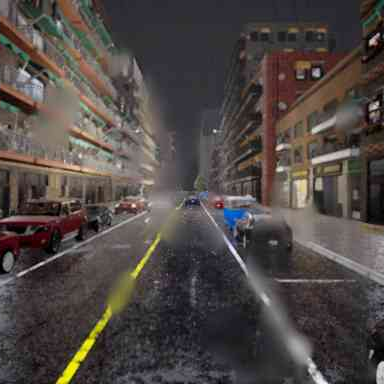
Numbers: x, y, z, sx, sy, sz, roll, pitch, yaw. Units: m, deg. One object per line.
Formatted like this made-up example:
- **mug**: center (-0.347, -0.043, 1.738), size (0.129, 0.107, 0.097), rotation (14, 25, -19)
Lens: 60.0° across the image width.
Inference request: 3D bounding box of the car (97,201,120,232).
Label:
- **car**: center (-5.687, 1.383, 18.832), size (1.947, 1.339, 4.313), rotation (0, 1, 0)

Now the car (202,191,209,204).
- **car**: center (2.690, 1.009, 47.154), size (1.967, 1.590, 4.097), rotation (0, 0, 0)

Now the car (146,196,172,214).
- **car**: center (-3.003, 1.312, 31.321), size (1.895, 1.301, 4.718), rotation (0, 1, 0)

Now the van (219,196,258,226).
- **van**: center (2.694, 1.158, 18.830), size (1.690, 1.788, 3.998), rotation (0, 1, 0)

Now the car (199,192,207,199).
- **car**: center (2.686, 0.740, 81.141), size (1.967, 1.590, 4.097), rotation (0, 0, 0)

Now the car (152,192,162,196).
- **car**: center (-5.691, 1.096, 46.985), size (1.752, 1.417, 4.829), rotation (0, 0, 0)

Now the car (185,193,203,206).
- **car**: center (0.096, 1.148, 45.323), size (1.994, 1.385, 4.181), rotation (0, 0, 0)

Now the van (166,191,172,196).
- **van**: center (-5.693, 0.725, 69.812), size (1.690, 1.788, 3.998), rotation (0, 0, 0)

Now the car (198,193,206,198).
- **car**: center (2.685, 0.825, 86.807), size (1.947, 1.339, 4.313), rotation (0, 0, 0)

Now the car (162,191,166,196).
- **car**: center (-5.691, 0.961, 52.819), size (1.967, 1.590, 4.097), rotation (0, 0, 0)

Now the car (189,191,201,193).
- **car**: center (0.095, 0.801, 61.483), size (2.097, 1.767, 4.553), rotation (0, 0, 0)

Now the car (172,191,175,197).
- **car**: center (-5.695, 0.827, 80.971), size (1.752, 1.417, 4.829), rotation (0, 0, 0)

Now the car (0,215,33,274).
- **car**: center (-5.686, 1.469, 7.504), size (1.887, 1.381, 4.507), rotation (0, 1, 0)

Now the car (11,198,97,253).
- **car**: center (-5.685, 1.185, 13.167), size (2.192, 1.841, 5.009), rotation (0, 1, 0)

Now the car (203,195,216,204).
- **car**: center (2.689, 1.103, 52.820), size (1.802, 1.307, 4.206), rotation (0, 0, 0)

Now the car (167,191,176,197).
- **car**: center (-5.695, 0.533, 92.471), size (2.192, 1.841, 5.009), rotation (0, 0, 0)

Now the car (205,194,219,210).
- **car**: center (2.691, 1.210, 35.826), size (1.887, 1.381, 4.507), rotation (0, 0, 0)

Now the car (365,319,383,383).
- **car**: center (2.695, 1.531, 1.840), size (2.008, 1.369, 4.403), rotation (0, 1, 0)

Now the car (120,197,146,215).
- **car**: center (-5.688, 1.155, 30.160), size (1.967, 1.590, 4.097), rotation (0, 1, 0)

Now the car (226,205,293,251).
- **car**: center (2.693, 1.421, 13.169), size (2.008, 1.369, 4.403), rotation (0, 1, 0)
